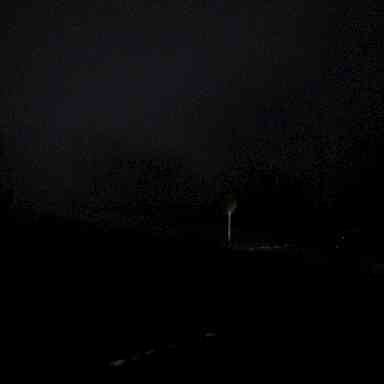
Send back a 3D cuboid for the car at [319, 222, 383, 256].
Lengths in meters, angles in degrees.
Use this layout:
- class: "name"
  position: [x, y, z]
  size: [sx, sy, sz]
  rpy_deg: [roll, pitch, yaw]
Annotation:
- class: "car"
  position: [7.315, 1.781, 12.506]
  size: [4.718, 1.301, 1.895]
  rpy_deg: [1, -1, 23]
